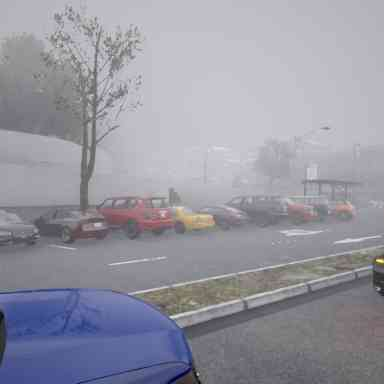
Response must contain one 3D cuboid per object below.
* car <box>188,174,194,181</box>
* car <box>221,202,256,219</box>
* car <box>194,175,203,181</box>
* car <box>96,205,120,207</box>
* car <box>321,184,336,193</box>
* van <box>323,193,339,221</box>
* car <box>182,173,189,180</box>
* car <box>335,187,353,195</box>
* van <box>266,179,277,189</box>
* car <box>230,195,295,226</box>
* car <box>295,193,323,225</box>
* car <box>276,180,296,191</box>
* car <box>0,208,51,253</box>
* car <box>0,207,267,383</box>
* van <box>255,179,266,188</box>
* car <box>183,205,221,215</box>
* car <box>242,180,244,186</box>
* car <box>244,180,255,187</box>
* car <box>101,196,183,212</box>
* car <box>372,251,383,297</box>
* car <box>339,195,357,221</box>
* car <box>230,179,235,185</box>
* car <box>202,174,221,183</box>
[{"bbox_3d":[1.965,-3.850,90.914,2.185,1.767,4.553,6,3,34],"label":"car"},{"bbox_3d":[1.336,1.549,21.098,4.674,1.452,2.002,-1,-1,35],"label":"car"},{"bbox_3d":[3.755,-3.698,88.444,2.435,2.045,5.566,7,3,34],"label":"car"},{"bbox_3d":[-6.045,1.524,15.913,4.792,1.488,2.163,-1,-1,35],"label":"car"},{"bbox_3d":[24.500,-0.425,58.900,2.435,2.045,5.566,7,3,35],"label":"car"},{"bbox_3d":[8.826,1.297,26.216,4.442,1.987,1.878,-1,-1,35],"label":"van"},{"bbox_3d":[0.240,-4.085,93.387,2.185,1.767,4.553,4,1,34],"label":"car"},{"bbox_3d":[26.186,0.137,56.425,2.002,1.452,4.674,7,3,35],"label":"car"},{"bbox_3d":[17.549,-1.490,68.662,1.878,1.987,4.442,7,4,35],"label":"van"},{"bbox_3d":[3.767,1.263,22.851,5.566,2.045,2.435,-1,-1,35],"label":"car"},{"bbox_3d":[6.284,1.267,24.551,5.566,2.045,2.435,-1,-1,35],"label":"car"},{"bbox_3d":[19.304,-0.992,66.296,2.231,1.521,4.892,7,3,35],"label":"car"},{"bbox_3d":[-8.468,1.493,14.171,4.892,1.521,2.231,-1,-1,35],"label":"car"},{"bbox_3d":[-2.431,1.221,1.402,5.566,2.045,2.150,0,0,-35],"label":"car"},{"bbox_3d":[15.825,-1.763,71.137,1.878,1.987,4.442,7,4,35],"label":"van"},{"bbox_3d":[-1.273,1.503,19.476,5.366,1.575,1.946,-1,-1,35],"label":"car"},{"bbox_3d":[12.429,-2.043,76.195,2.002,1.452,4.674,7,4,35],"label":"car"},{"bbox_3d":[14.256,-1.811,73.871,1.946,1.575,5.366,7,3,35],"label":"car"},{"bbox_3d":[-3.597,1.248,17.653,5.566,2.045,2.435,-1,-1,35],"label":"car"},{"bbox_3d":[5.821,1.515,7.256,4.892,1.490,1.837,0,0,-35],"label":"car"},{"bbox_3d":[11.239,1.404,27.961,4.553,1.767,2.185,-1,-1,35],"label":"car"},{"bbox_3d":[10.692,-2.317,78.661,2.002,1.452,4.674,7,3,35],"label":"car"},{"bbox_3d":[5.601,-3.176,86.181,1.946,1.575,5.366,7,3,34],"label":"car"}]
